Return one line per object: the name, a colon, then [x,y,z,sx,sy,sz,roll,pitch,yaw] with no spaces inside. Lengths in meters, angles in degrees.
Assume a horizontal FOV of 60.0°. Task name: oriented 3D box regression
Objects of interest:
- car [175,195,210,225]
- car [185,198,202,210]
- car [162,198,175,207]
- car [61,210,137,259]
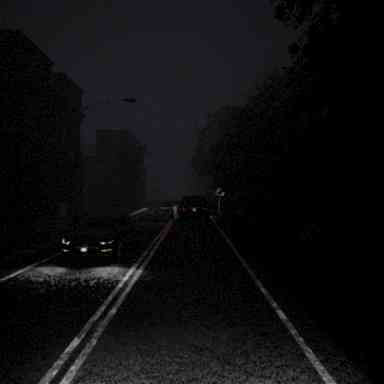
car: [0.155,1.225,24.169,2.150,2.045,5.566,0,0,0]
car: [0.141,1.506,42.666,2.033,1.411,5.357,0,0,0]
car: [-3.286,1.537,48.912,1.895,1.301,4.718,0,0,0]
car: [-3.305,1.510,12.623,1.837,1.490,4.892,0,0,0]
